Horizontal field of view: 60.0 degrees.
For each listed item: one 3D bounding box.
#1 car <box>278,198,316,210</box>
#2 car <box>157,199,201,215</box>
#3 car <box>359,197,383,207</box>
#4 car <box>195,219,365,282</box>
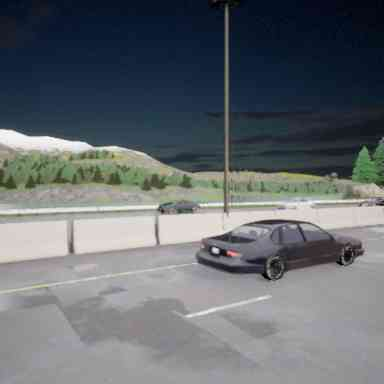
[{"bbox_3d":[11.300,1.359,35.750,4.674,1.442,1.812,0,0,-32],"label":"car"},{"bbox_3d":[-1.236,1.415,32.158,4.181,1.385,1.994,0,0,-32],"label":"car"},{"bbox_3d":[20.910,1.317,37.497,4.902,1.511,2.128,0,0,-31],"label":"car"},{"bbox_3d":[2.709,1.502,9.635,5.357,1.411,2.033,0,0,-32],"label":"car"}]
